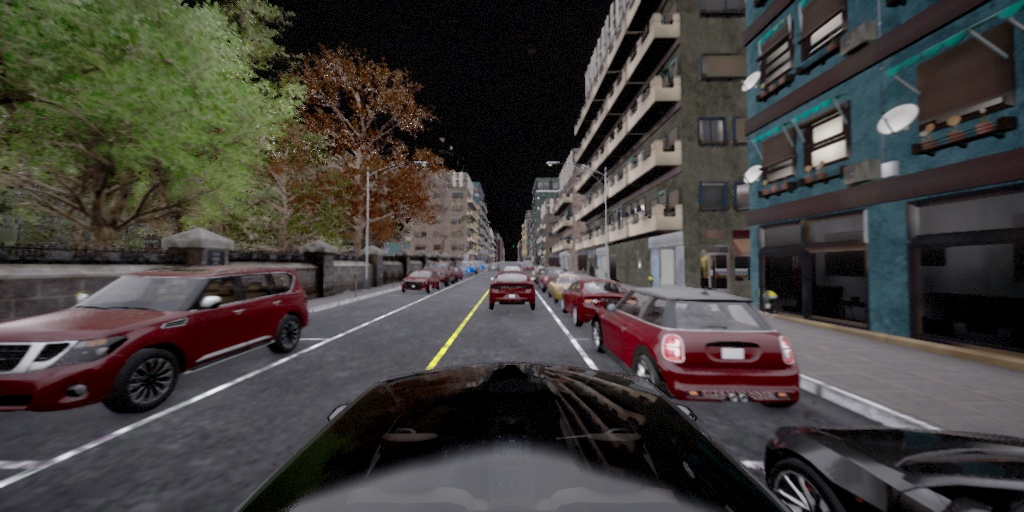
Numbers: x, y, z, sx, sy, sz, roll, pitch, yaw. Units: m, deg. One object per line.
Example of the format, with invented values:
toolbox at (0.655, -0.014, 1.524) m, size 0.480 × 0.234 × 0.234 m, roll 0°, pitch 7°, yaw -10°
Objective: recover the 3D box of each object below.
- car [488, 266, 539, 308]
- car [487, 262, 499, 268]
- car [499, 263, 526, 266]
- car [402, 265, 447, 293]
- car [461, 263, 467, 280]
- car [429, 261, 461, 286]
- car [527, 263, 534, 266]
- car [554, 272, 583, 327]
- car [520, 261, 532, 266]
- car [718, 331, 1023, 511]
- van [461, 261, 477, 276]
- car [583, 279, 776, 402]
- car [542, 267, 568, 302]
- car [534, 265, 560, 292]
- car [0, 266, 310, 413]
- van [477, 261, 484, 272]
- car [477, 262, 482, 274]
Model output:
car at (0.020, 1.386, 16.108) m, size 1.882 × 1.535 × 5.008 m, roll 0°, pitch 0°, yaw 0°
car at (-3.068, 1.899, 61.156) m, size 2.128 × 1.511 × 4.902 m, roll 0°, pitch -1°, yaw 0°
car at (0.016, 1.595, 30.748) m, size 1.812 × 1.442 × 4.674 m, roll 0°, pitch 0°, yaw 0°
car at (-5.692, 1.528, 22.892) m, size 1.888 × 1.381 × 4.507 m, roll 0°, pitch 0°, yaw 0°
car at (-5.694, 1.650, 33.938) m, size 1.888 × 1.381 × 4.507 m, roll 0°, pitch 0°, yaw 0°
car at (-5.693, 1.359, 28.414) m, size 2.192 × 1.841 × 5.009 m, roll 0°, pitch 0°, yaw 0°
car at (2.687, 1.630, 34.108) m, size 1.751 × 1.417 × 4.829 m, roll 0°, pitch 0°, yaw 0°
car at (2.690, 1.407, 11.845) m, size 1.888 × 1.381 × 4.507 m, roll 0°, pitch 0°, yaw 0°
car at (2.653, 1.790, 56.030) m, size 1.967 × 1.591 × 4.097 m, roll 0°, pitch 0°, yaw 0°
car at (2.692, 1.306, 0.801) m, size 1.948 × 1.339 × 4.313 m, roll 0°, pitch 0°, yaw 0°
van at (-5.704, 1.568, 44.984) m, size 1.690 × 1.789 × 3.998 m, roll 0°, pitch 0°, yaw 0°
car at (2.691, 1.241, 6.323) m, size 1.967 × 1.591 × 4.097 m, roll 0°, pitch 0°, yaw 0°
car at (2.689, 1.448, 17.539) m, size 1.751 × 1.417 × 4.829 m, roll 0°, pitch 0°, yaw 0°
car at (2.689, 1.423, 22.893) m, size 1.967 × 1.591 × 4.097 m, roll 0°, pitch 0°, yaw 0°
car at (-5.690, 1.116, 6.323) m, size 2.192 × 1.841 × 5.009 m, roll 0°, pitch 0°, yaw 0°
van at (-5.665, 1.752, 61.554) m, size 1.690 × 1.789 × 3.998 m, roll 0°, pitch 0°, yaw 0°
car at (-5.680, 1.855, 50.507) m, size 1.948 × 1.339 × 4.313 m, roll 0°, pitch 0°, yaw 0°
